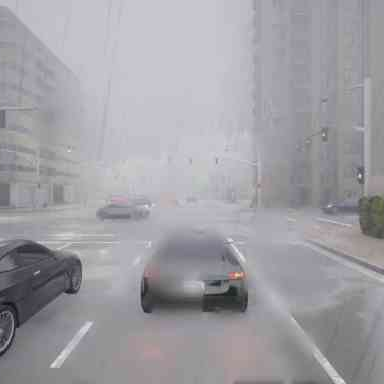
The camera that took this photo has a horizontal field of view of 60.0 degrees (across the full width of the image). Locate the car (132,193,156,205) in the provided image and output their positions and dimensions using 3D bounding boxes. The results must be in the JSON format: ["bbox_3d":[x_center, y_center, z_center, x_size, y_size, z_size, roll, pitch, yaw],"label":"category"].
[{"bbox_3d":[-7.204,1.221,50.626,2.150,2.045,5.566,0,0,0],"label":"car"}]

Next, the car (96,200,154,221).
[{"bbox_3d":[-5.482,1.564,26.634,4.181,1.385,1.994,0,0,0],"label":"car"}]

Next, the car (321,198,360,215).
[{"bbox_3d":[15.514,1.352,33.678,4.553,1.767,2.097,0,0,1],"label":"car"}]

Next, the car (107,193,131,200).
[{"bbox_3d":[-10.699,1.221,47.494,2.150,2.045,5.566,0,0,0],"label":"car"}]

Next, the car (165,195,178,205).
[{"bbox_3d":[-3.552,1.353,59.070,2.097,1.767,4.553,0,0,0],"label":"car"}]

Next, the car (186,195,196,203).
[{"bbox_3d":[-0.152,1.355,72.555,2.097,1.767,4.553,0,0,0],"label":"car"}]

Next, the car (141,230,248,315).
[{"bbox_3d":[0.049,1.564,7.638,1.994,1.385,4.181,0,0,0],"label":"car"}]

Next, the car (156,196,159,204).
[{"bbox_3d":[-7.195,1.491,60.650,2.128,1.511,4.902,0,0,0],"label":"car"}]

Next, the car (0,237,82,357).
[{"bbox_3d":[-3.460,1.526,5.836,1.812,1.442,4.674,0,0,0],"label":"car"}]
